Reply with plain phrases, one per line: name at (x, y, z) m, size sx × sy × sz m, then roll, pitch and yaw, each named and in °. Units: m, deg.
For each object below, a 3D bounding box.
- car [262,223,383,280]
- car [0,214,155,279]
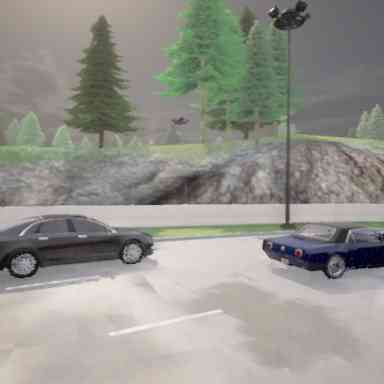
car at (4.505, 1.551, 9.656) m, size 4.718 × 1.301 × 1.895 m, roll 0°, pitch 0°, yaw -23°
car at (-3.461, 1.406, 9.716) m, size 4.892 × 1.490 × 1.837 m, roll 0°, pitch 0°, yaw -32°
